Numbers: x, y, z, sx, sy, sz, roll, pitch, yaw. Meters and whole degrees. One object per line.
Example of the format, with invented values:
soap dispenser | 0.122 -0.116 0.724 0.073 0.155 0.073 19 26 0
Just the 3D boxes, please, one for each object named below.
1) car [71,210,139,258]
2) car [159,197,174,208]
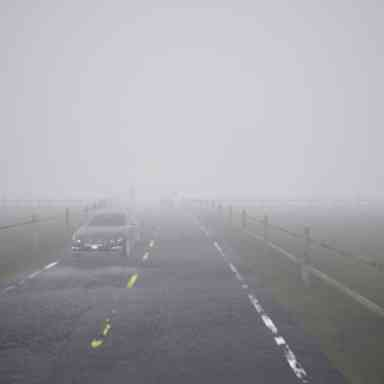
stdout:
car | -3.155 1.502 12.881 1.837 1.490 4.892 0 -1 -2
car | -3.597 1.421 46.929 1.882 1.535 5.008 0 0 -8
